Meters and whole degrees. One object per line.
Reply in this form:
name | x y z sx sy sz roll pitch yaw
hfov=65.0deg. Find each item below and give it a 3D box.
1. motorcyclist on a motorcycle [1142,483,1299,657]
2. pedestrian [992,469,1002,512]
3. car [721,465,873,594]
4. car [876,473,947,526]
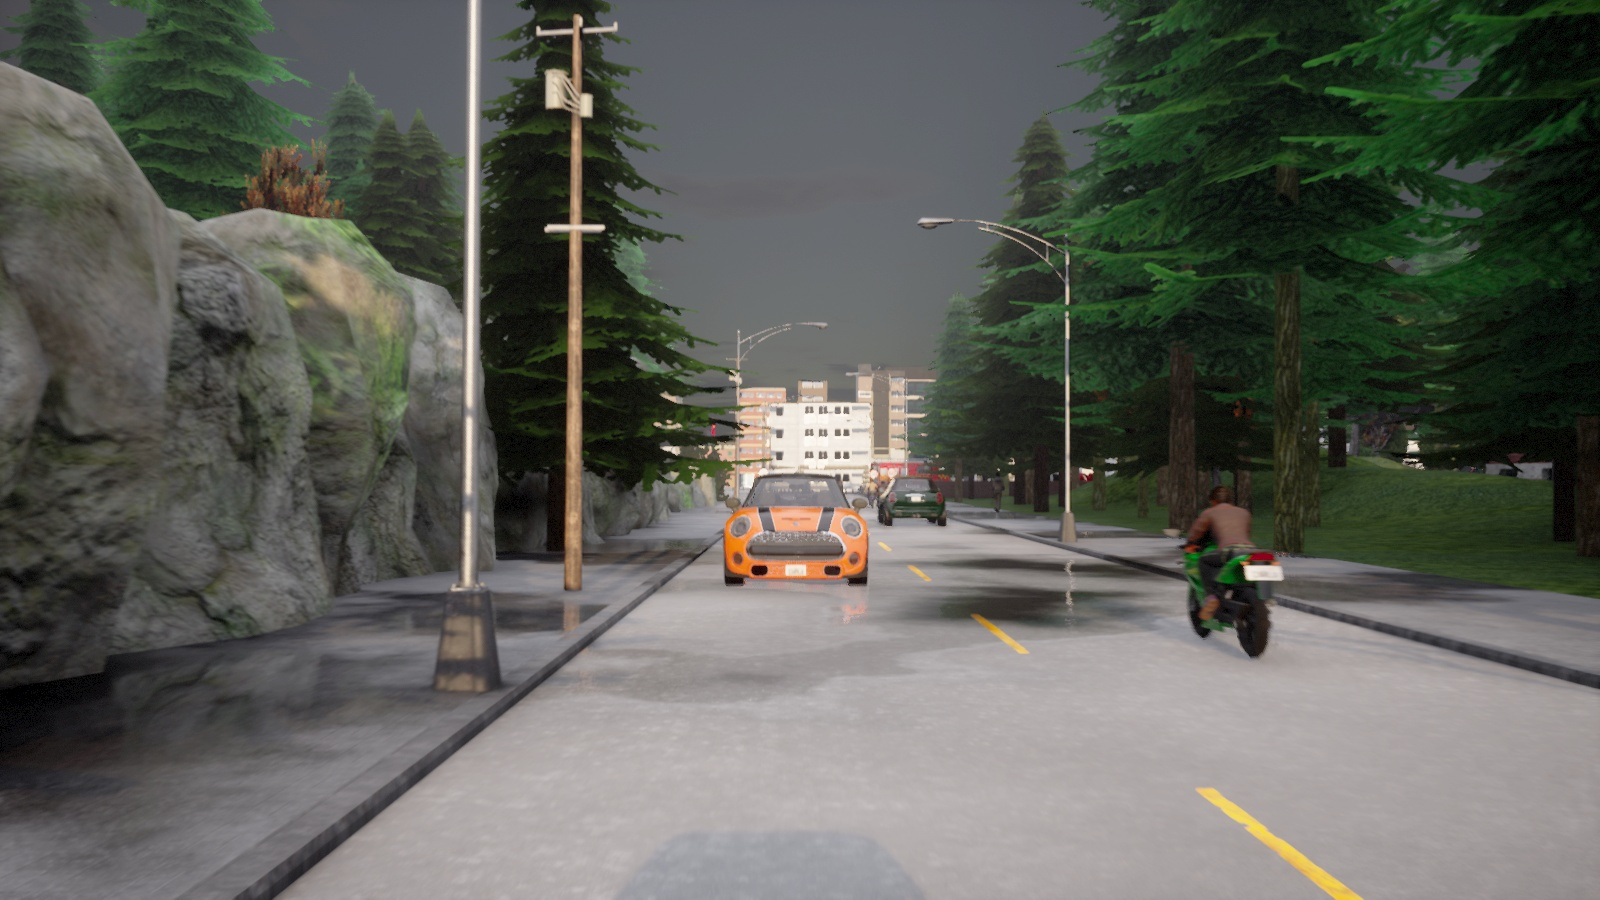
motorcyclist on a motorcycle | 3.970 1.077 12.037 0.797 1.523 2.044 0 -1 0
pedestrian | 8.995 1.853 57.300 0.396 1.930 0.692 0 -1 3
car | -0.051 1.147 19.602 2.097 1.767 4.553 0 -1 0
car | 3.886 1.717 44.421 2.097 1.767 4.553 0 -1 0
